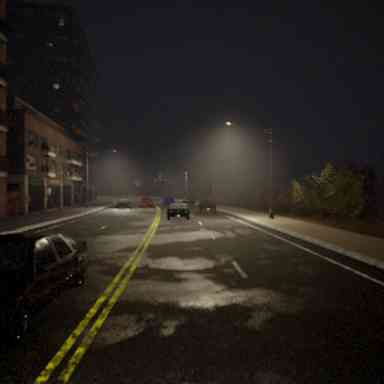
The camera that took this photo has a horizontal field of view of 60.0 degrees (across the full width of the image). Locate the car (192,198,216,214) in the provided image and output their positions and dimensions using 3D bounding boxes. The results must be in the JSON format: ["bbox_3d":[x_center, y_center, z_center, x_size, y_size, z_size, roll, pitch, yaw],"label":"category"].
[{"bbox_3d":[1.432,1.541,35.504,1.837,1.490,4.892,0,-2,-5],"label":"car"}]

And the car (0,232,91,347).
[{"bbox_3d":[-3.502,1.558,6.562,2.033,1.411,5.357,0,0,-2],"label":"car"}]

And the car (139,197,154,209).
[{"bbox_3d":[-6.482,1.530,47.483,1.882,1.535,5.008,0,0,-6],"label":"car"}]

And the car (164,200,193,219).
[{"bbox_3d":[-1.272,1.639,29.238,1.895,1.301,4.718,0,0,-5],"label":"car"}]

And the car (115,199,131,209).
[{"bbox_3d":[-9.672,1.654,46.787,1.895,1.301,4.718,0,0,-6],"label":"car"}]

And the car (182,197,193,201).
[{"bbox_3d":[-0.499,1.541,52.781,2.128,1.511,4.902,0,0,-7],"label":"car"}]

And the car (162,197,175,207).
[{"bbox_3d":[-3.765,1.529,53.437,1.882,1.535,5.008,0,0,-7],"label":"car"}]
